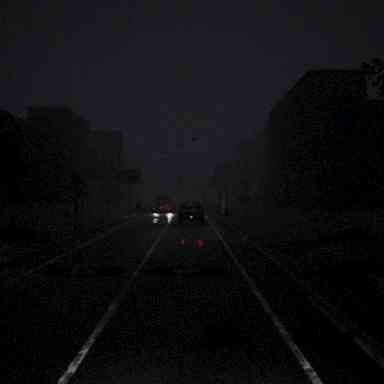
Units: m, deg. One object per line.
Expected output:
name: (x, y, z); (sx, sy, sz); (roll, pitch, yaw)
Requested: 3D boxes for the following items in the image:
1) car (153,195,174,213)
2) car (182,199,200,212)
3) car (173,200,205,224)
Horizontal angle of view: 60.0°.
car: (-3.342, 1.395, 39.358); (2.150, 2.045, 5.566); (0, -1, 0)
car: (-0.166, 1.713, 42.308); (2.128, 1.511, 4.902); (0, -1, 0)
car: (-0.056, 1.494, 25.020); (2.128, 1.511, 4.902); (0, 0, 0)
